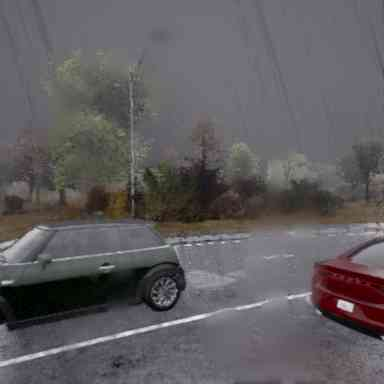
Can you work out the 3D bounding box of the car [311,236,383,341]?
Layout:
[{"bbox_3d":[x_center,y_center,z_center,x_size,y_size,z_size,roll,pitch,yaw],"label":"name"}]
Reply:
[{"bbox_3d":[4.393,1.490,5.917,5.008,1.535,1.882,0,0,-28],"label":"car"}]

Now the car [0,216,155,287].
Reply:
[{"bbox_3d":[-3.416,1.531,9.677,4.181,1.385,1.994,0,0,-32],"label":"car"}]

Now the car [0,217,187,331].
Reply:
[{"bbox_3d":[-2.417,1.332,6.178,4.553,1.767,2.097,0,0,-32],"label":"car"}]
